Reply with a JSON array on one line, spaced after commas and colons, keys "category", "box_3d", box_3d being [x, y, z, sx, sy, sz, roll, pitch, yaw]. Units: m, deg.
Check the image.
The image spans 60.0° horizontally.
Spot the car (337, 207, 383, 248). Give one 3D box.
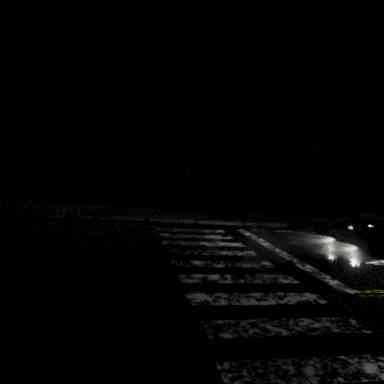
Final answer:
[{"category": "car", "box_3d": [7.659, 1.224, 12.309, 4.181, 1.385, 1.994, 3, 4, -11]}]
